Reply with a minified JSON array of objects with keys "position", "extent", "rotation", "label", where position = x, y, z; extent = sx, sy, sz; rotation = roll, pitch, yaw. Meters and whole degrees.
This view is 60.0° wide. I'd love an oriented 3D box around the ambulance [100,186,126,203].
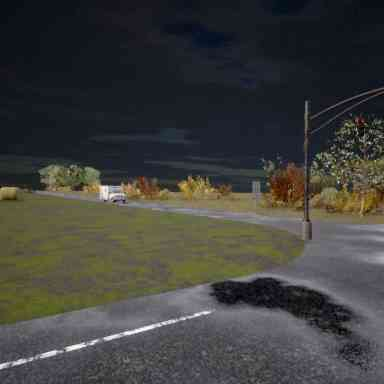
[{"position":[-11.882,0.341,50.062],"extent":[2.351,2.431,6.366],"rotation":[2,0,-32],"label":"ambulance"}]
